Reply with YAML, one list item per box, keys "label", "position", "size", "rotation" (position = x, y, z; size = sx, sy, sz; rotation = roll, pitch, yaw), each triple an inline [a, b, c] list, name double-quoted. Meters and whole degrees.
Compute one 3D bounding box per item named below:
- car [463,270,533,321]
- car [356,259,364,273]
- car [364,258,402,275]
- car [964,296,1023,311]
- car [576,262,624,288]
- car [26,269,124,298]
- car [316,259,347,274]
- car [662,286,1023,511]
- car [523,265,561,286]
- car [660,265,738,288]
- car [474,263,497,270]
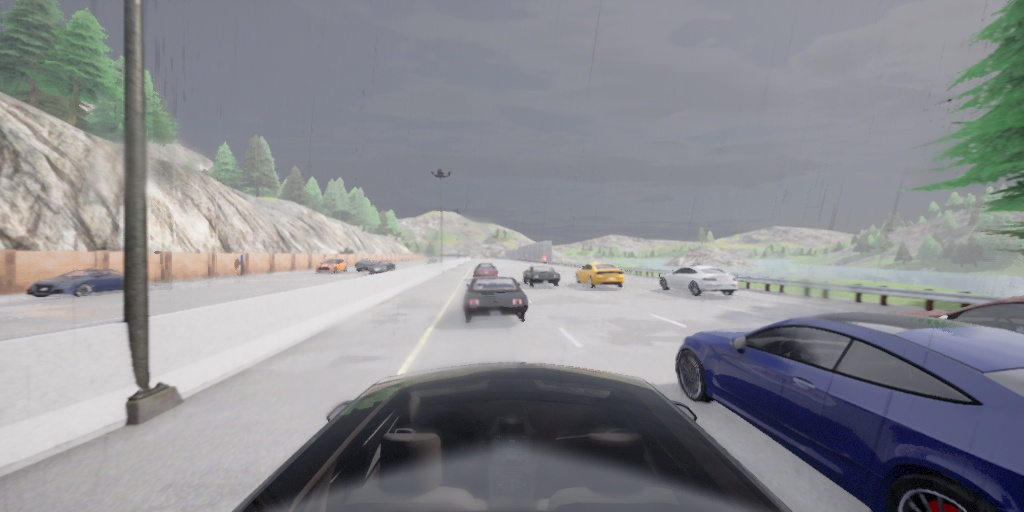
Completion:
- label: "car"
  position: [-0.625, 1.329, 12.325]
  size: [1.895, 1.301, 4.718]
  rotation: [0, 0, -5]
- label: "car"
  position: [-17.764, 1.290, 44.863]
  size: [2.033, 1.411, 5.357]
  rotation: [0, 0, -5]
- label: "car"
  position: [-13.656, 1.229, 38.189]
  size: [2.128, 1.511, 4.902]
  rotation: [0, 0, -5]
- label: "car"
  position: [6.820, 1.186, 4.250]
  size: [1.882, 1.535, 5.008]
  rotation: [0, 0, -2]
- label: "car"
  position: [5.480, 1.149, 22.931]
  size: [1.882, 1.535, 5.008]
  rotation: [0, 0, -5]
- label: "car"
  position: [-22.473, 1.392, 19.067]
  size: [1.994, 1.385, 4.181]
  rotation: [0, 0, -5]
- label: "car"
  position: [-21.014, 1.118, 41.883]
  size: [2.097, 1.767, 4.553]
  rotation: [0, 0, -5]
- label: "car"
  position: [3.352, 1.254, 3.355]
  size: [1.812, 1.442, 4.674]
  rotation: [0, 0, -1]
- label: "car"
  position: [1.866, 1.288, 24.124]
  size: [1.895, 1.301, 4.718]
  rotation: [0, 0, -5]
- label: "car"
  position: [9.393, 1.187, 18.333]
  size: [1.812, 1.442, 4.674]
  rotation: [0, 0, -5]
- label: "car"
  position: [-2.203, 1.258, 30.238]
  size: [1.994, 1.385, 4.181]
  rotation: [0, 0, -5]
